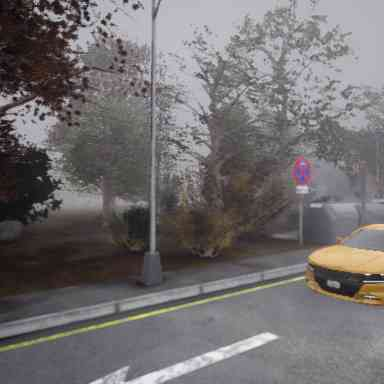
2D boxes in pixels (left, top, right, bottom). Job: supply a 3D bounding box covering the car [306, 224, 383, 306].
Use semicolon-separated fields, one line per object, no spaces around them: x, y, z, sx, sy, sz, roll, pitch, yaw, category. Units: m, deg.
4.759;1.522;7.899;5.008;1.535;1.882;0;0;-36;car
